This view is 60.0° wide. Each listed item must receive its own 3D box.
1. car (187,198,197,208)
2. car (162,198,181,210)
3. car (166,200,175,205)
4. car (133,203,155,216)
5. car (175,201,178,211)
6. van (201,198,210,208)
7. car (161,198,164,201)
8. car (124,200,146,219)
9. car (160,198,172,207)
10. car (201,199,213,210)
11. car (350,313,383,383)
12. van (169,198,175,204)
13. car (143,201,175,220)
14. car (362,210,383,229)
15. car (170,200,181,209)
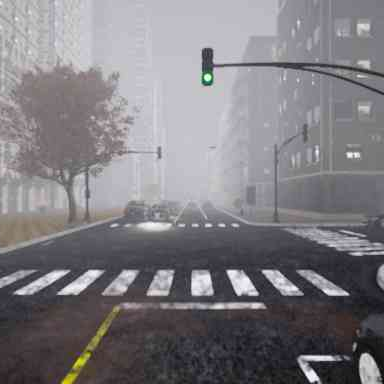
[{"bbox_3d":[-0.031,2.375,63.895,2.033,1.411,5.357,0,-1,0],"label":"car"},{"bbox_3d":[-3.109,2.142,51.708,1.882,1.535,5.008,0,-1,0],"label":"car"},{"bbox_3d":[-5.734,2.739,89.797,2.008,1.369,4.403,0,-1,0],"label":"car"},{"bbox_3d":[-5.711,2.078,40.095,1.947,1.339,4.313,0,-1,0],"label":"car"},{"bbox_3d":[-3.118,2.133,41.621,1.895,1.301,4.718,0,-1,0],"label":"car"},{"bbox_3d":[2.657,2.221,67.714,1.690,1.788,3.998,0,-1,0],"label":"van"},{"bbox_3d":[-5.724,2.445,67.708,1.947,1.339,4.313,0,-1,0],"label":"car"},{"bbox_3d":[-5.709,1.755,34.576,2.192,1.841,5.009,0,-1,0],"label":"car"},{"bbox_3d":[-5.727,2.271,73.232,2.192,1.841,5.009,0,-1,0],"label":"car"},{"bbox_3d":[2.662,2.296,56.666,1.947,1.339,4.313,0,-1,0],"label":"car"},{"bbox_3d":[2.688,1.579,2.191,2.008,1.369,4.403,0,-1,0],"label":"car"},{"bbox_3d":[-5.737,2.608,95.321,1.690,1.788,3.998,0,-1,0],"label":"van"},{"bbox_3d":[-3.114,1.903,32.387,2.128,1.511,4.902,0,-1,0],"label":"car"},{"bbox_3d":[13.415,1.612,21.603,4.403,1.369,2.008,-1,0,-1],"label":"car"},{"bbox_3d":[-3.055,2.282,62.194,1.882,1.535,5.008,0,-1,0],"label":"car"}]
